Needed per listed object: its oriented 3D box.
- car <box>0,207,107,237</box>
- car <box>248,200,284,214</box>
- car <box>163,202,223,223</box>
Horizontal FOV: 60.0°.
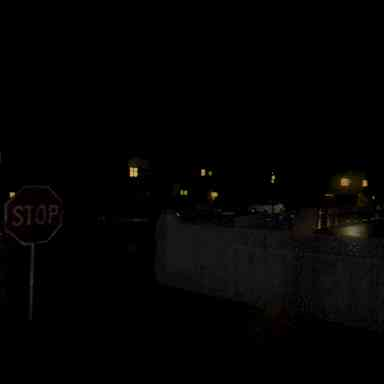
[{"bbox_3d":[-6.931,1.472,16.980,2.033,1.411,5.357,4,2,37],"label":"car"},{"bbox_3d":[7.541,1.564,33.461,4.674,1.442,1.812,1,2,-43],"label":"car"},{"bbox_3d":[0.228,1.507,25.894,2.033,1.411,5.357,4,2,41],"label":"car"}]
